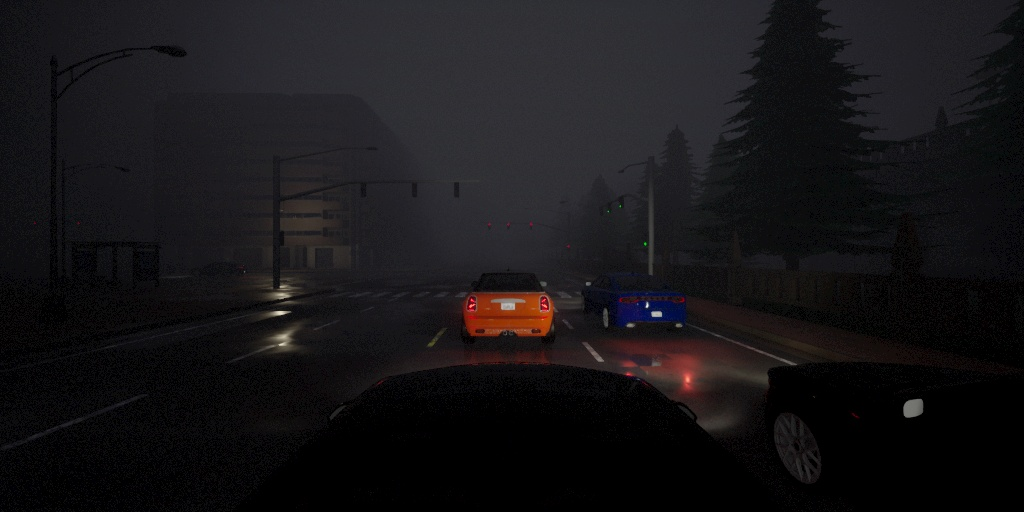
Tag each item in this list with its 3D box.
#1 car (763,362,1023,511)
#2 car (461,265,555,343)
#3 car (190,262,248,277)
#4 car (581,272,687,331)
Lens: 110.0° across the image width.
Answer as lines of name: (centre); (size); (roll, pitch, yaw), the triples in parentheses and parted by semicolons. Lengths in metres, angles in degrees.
car: (3.288, 1.228, 1.443); (1.882, 1.535, 5.008); (0, 0, 3)
car: (-0.081, 1.102, 9.825); (2.097, 1.767, 4.553); (0, 0, 0)
car: (-29.046, 1.310, 35.630); (4.892, 1.490, 1.837); (0, 0, -1)
car: (3.419, 1.228, 10.969); (1.882, 1.535, 5.008); (0, 0, 0)
